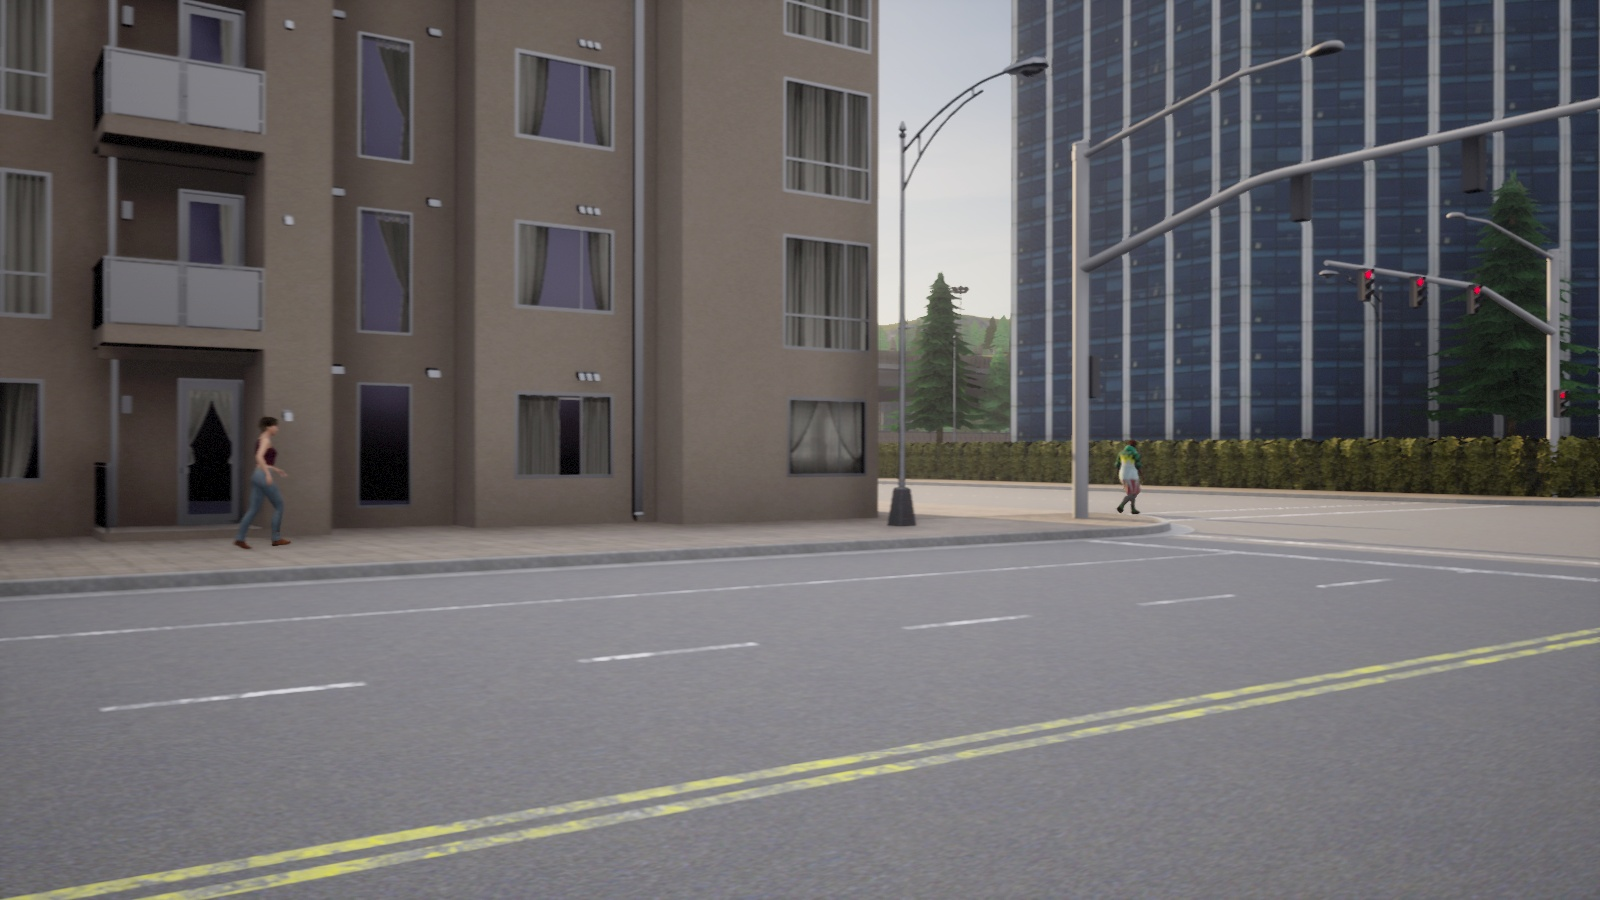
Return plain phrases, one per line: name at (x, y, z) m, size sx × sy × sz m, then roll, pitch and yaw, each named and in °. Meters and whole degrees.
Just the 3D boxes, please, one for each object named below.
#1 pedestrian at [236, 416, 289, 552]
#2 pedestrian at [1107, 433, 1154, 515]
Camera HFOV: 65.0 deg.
pedestrian at (-7.417, 0.462, 17.337) m, size 0.594 × 1.836 × 0.345 m, roll 0°, pitch 0°, yaw -38°
pedestrian at (7.967, 0.571, 30.281) m, size 0.873 × 1.952 × 0.659 m, roll 0°, pitch 0°, yaw -27°
